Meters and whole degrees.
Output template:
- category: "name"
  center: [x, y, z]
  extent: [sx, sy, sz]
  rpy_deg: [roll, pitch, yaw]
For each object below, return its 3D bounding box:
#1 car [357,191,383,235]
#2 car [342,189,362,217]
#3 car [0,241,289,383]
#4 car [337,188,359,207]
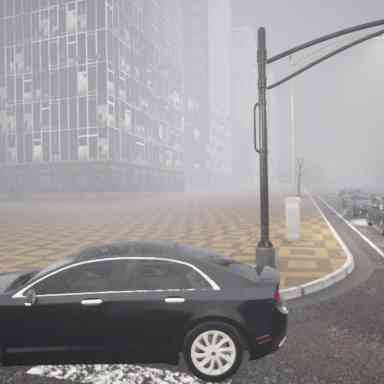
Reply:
- category: "car"
  center: [8.902, 0.928, 14.476]
  extent: [2.128, 1.511, 4.902]
  rpy_deg: [-1, 2, 18]
- category: "car"
  center: [10.921, 0.759, 20.780]
  extent: [1.994, 1.385, 4.181]
  rpy_deg: [-1, 2, 17]
- category: "car"
  center: [-1.142, 1.505, 4.792]
  extent: [4.892, 1.490, 1.837]
  rpy_deg: [0, 0, 0]
- category: "car"
  center: [12.886, 0.454, 26.854]
  extent: [2.128, 1.511, 4.902]
  rpy_deg: [-1, 2, 18]
